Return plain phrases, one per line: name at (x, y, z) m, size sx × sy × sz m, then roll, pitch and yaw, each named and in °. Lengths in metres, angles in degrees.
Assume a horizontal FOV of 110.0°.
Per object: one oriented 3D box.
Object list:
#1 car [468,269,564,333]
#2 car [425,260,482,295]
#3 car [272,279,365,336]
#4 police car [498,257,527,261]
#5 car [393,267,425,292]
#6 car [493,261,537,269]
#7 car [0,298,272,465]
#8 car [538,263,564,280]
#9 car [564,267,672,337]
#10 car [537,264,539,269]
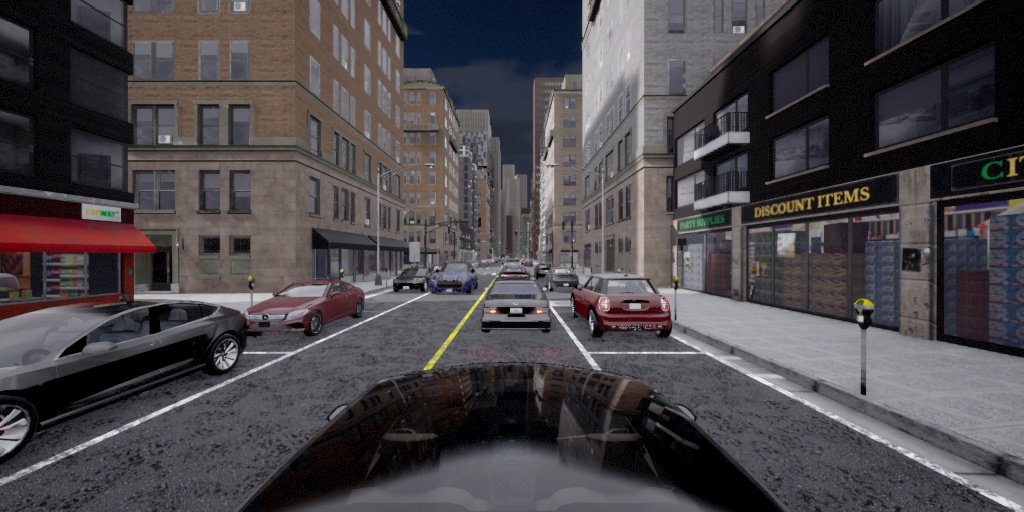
car at (0.111, 1.297, 10.743) m, size 2.033 × 1.411 × 5.357 m, roll 0°, pitch 0°, yaw 0°
car at (-3.057, 1.102, 19.794) m, size 2.097 × 1.767 × 4.553 m, roll 0°, pitch 0°, yaw 0°
car at (-5.656, 1.332, 10.288) m, size 1.802 × 1.307 × 4.207 m, roll 0°, pitch 0°, yaw 0°
police car at (0.051, 1.178, 31.286) m, size 1.930 × 1.638 × 5.238 m, roll 0°, pitch 0°, yaw 0°
car at (-5.635, 1.316, 21.291) m, size 1.948 × 1.339 × 4.313 m, roll 0°, pitch 0°, yaw 0°
car at (0.132, 1.242, 21.266) m, size 2.128 × 1.511 × 4.902 m, roll 0°, pitch 0°, yaw 0°
car at (-5.666, 1.315, 4.787) m, size 1.948 × 1.339 × 4.313 m, roll 0°, pitch 0°, yaw 0°
car at (2.890, 1.301, 21.275) m, size 2.007 × 1.370 × 4.403 m, roll 0°, pitch 0°, yaw 0°
car at (2.870, 1.190, 10.272) m, size 1.967 × 1.591 × 4.097 m, roll 0°, pitch 0°, yaw 0°
car at (2.911, 1.319, 32.277) m, size 1.948 × 1.339 × 4.313 m, roll 0°, pitch 0°, yaw 0°
